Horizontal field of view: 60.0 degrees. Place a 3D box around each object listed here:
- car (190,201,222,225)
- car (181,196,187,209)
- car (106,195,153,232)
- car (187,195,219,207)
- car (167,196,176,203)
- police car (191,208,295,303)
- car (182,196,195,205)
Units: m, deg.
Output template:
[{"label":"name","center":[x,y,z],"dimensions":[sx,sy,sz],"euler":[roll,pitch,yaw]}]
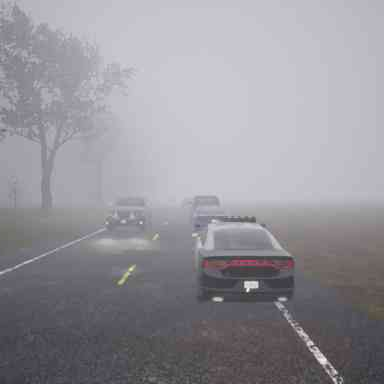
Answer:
[{"label":"car","center":[0.981,1.483,18.327],"dimensions":[1.882,1.535,5.008],"euler":[0,0,0]},{"label":"car","center":[-0.367,1.382,45.836],"dimensions":[2.097,1.767,4.553],"euler":[0,0,0]},{"label":"car","center":[-3.690,1.228,20.577],"dimensions":[2.150,2.045,5.566],"euler":[0,0,0]},{"label":"car","center":[0.933,1.233,24.364],"dimensions":[2.150,2.045,5.566],"euler":[0,0,-1]},{"label":"car","center":[-4.486,1.631,72.880],"dimensions":[1.994,1.385,4.181],"euler":[0,0,-2]},{"label":"police car","center":[1.034,1.426,8.427],"dimensions":[1.930,1.638,5.238],"euler":[0,0,0]},{"label":"car","center":[-0.638,1.537,58.885],"dimensions":[2.128,1.511,4.902],"euler":[0,0,-1]}]
